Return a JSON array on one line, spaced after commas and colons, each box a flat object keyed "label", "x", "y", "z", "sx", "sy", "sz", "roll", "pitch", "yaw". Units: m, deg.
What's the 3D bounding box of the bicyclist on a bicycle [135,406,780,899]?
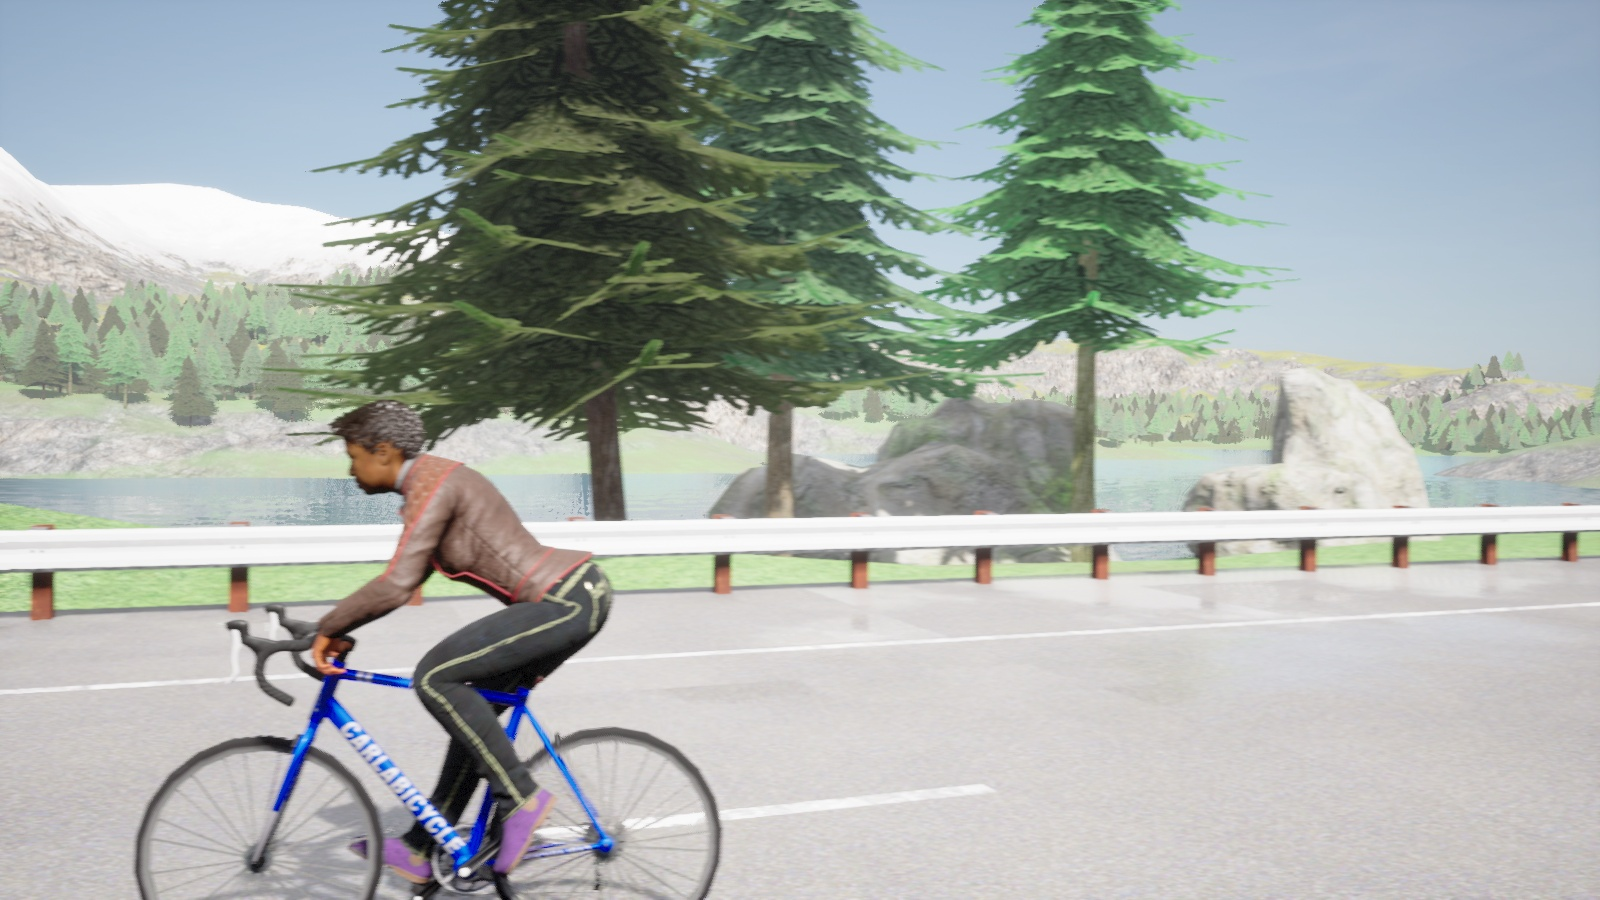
[{"label": "bicyclist on a bicycle", "x": -0.922, "y": 0.702, "z": 3.653, "sx": 1.656, "sy": 1.620, "sz": 0.582, "roll": -1, "pitch": 1, "yaw": -7}]
